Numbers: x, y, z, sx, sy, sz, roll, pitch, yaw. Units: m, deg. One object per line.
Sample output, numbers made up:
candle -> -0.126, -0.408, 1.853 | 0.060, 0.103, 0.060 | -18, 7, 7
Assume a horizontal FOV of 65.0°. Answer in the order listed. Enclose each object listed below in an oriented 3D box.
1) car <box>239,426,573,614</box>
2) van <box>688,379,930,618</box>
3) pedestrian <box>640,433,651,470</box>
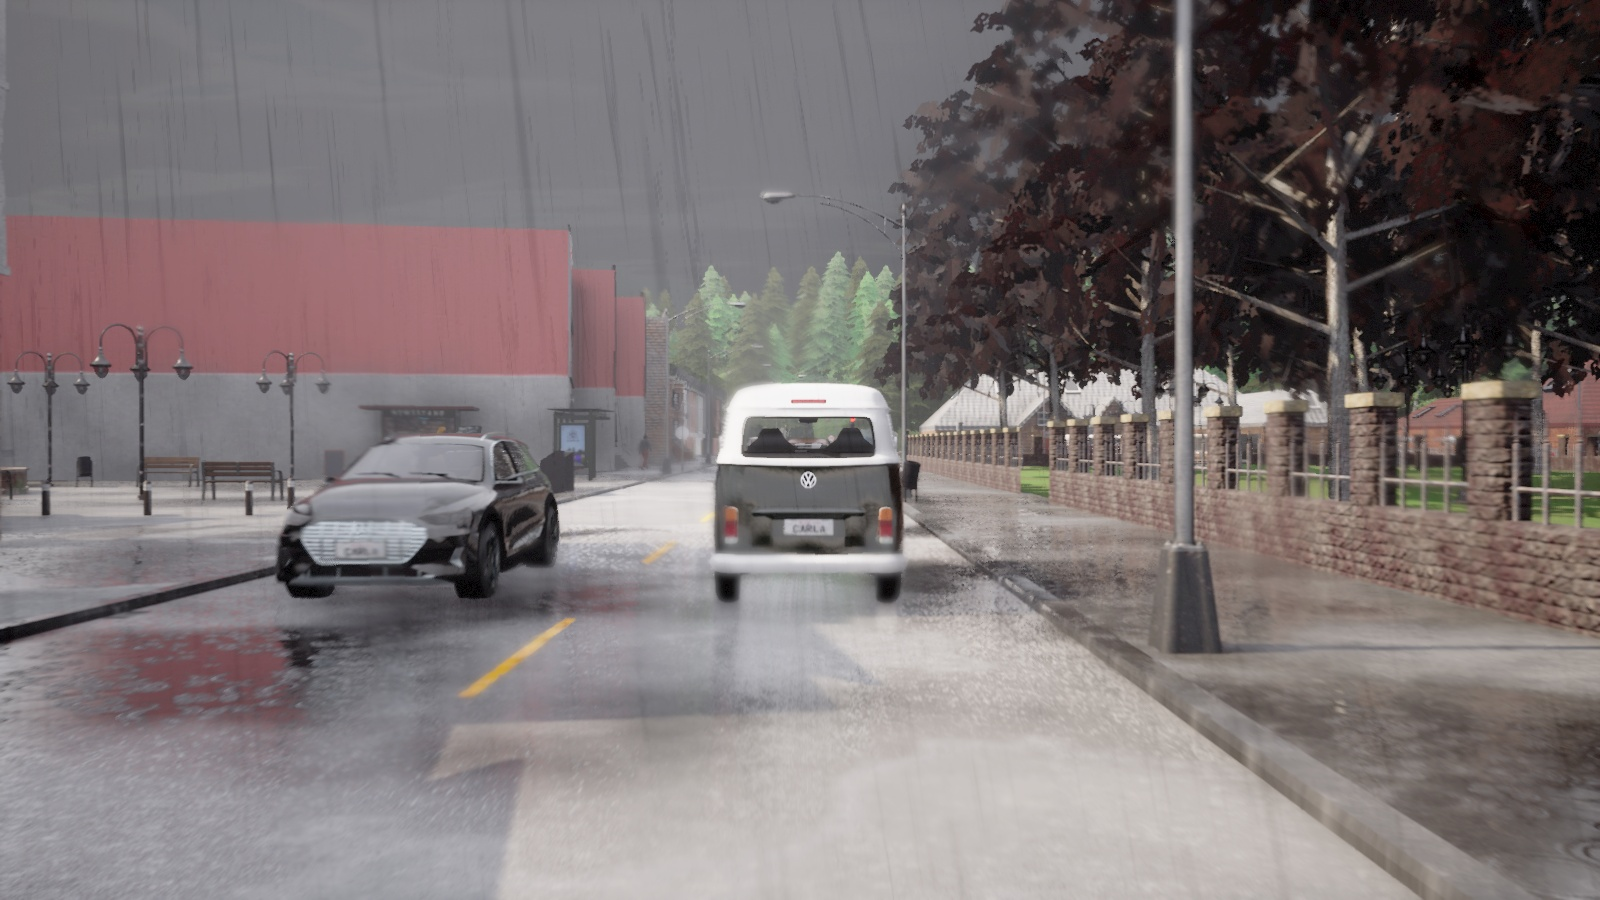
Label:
car -> -3.908, 0.597, 13.479 | 2.033, 1.649, 4.856 | 0, 0, 0
van -> 0.089, 0.397, 12.963 | 2.069, 2.038, 4.480 | 0, 0, 0
pedestrian -> -7.781, 0.094, 63.167 | 0.353, 1.847, 0.614 | 0, 0, 14
